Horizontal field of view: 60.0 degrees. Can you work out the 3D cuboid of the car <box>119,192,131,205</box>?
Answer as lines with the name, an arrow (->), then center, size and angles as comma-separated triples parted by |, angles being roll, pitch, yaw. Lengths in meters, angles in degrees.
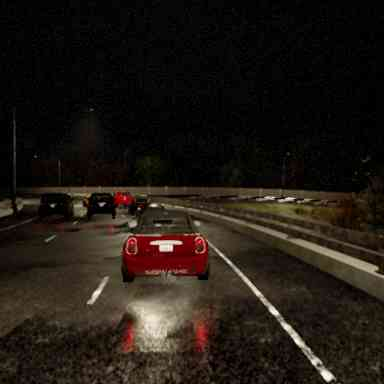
car -> -9.233, 0.986, 43.137 | 2.150, 2.045, 5.566 | 0, -1, -22

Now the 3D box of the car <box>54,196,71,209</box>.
car -> -16.331, 1.283, 41.905 | 1.837, 1.490, 4.892 | 0, -1, -23

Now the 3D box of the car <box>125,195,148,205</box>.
car -> -4.839, 1.340, 30.886 | 1.837, 1.490, 4.892 | 0, 0, -16

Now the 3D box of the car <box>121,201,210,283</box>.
car -> -0.777, 1.298, 9.713 | 2.097, 1.767, 4.553 | 0, 0, -5

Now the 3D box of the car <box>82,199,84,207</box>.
car -> -13.088, 1.251, 43.210 | 1.882, 1.535, 5.008 | 0, 0, -23

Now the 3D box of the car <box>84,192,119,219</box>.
car -> -7.536, 1.077, 27.778 | 2.150, 2.045, 5.566 | 0, 1, -15

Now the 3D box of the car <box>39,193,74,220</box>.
car -> -10.956, 1.084, 27.098 | 2.150, 2.045, 5.566 | 0, 1, -15
